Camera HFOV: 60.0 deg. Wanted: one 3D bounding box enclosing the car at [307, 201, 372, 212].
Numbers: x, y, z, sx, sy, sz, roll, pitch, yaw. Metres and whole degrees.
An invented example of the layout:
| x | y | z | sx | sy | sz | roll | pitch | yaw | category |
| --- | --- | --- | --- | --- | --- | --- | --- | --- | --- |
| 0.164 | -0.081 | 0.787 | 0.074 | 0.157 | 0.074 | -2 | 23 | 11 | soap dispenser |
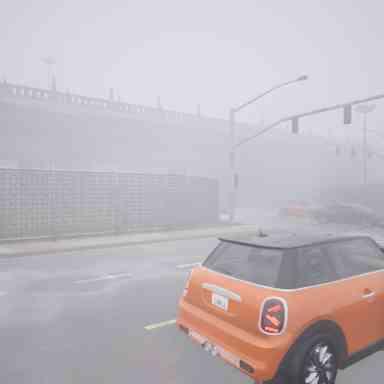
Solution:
| x | y | z | sx | sy | sz | roll | pitch | yaw | category |
| --- | --- | --- | --- | --- | --- | --- | --- | --- | --- |
| 10.348 | 1.531 | 21.584 | 1.837 | 1.490 | 4.892 | 0 | 0 | -36 | car |

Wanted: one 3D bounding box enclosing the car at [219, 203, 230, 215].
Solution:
| x | y | z | sx | sy | sz | roll | pitch | yaw | category |
| --- | --- | --- | --- | --- | --- | --- | --- | --- | --- |
| 1.948 | 1.619 | 33.342 | 1.994 | 1.385 | 4.181 | 0 | 0 | -36 | car |

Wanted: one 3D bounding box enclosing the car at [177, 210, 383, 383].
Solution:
| x | y | z | sx | sy | sz | roll | pitch | yaw | category |
| --- | --- | --- | --- | --- | --- | --- | --- | --- | --- |
| 2.081 | 1.352 | 5.272 | 4.553 | 1.767 | 2.097 | 0 | 0 | -35 | car |

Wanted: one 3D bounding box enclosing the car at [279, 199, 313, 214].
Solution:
| x | y | z | sx | sy | sz | roll | pitch | yaw | category |
| --- | --- | --- | --- | --- | --- | --- | --- | --- | --- |
| 9.751 | 1.402 | 28.439 | 2.097 | 1.767 | 4.553 | 0 | 0 | -36 | car |
